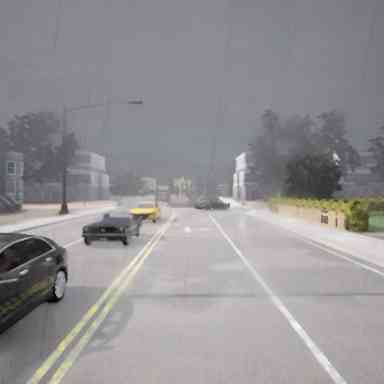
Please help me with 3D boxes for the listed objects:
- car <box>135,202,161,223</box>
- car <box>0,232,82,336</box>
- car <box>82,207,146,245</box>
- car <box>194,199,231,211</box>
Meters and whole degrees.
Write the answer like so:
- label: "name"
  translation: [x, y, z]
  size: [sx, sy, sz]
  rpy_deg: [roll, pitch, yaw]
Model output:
- label: "car"
  translation: [-3.567, 1.508, 26.201]
  size: [1.882, 1.535, 5.008]
  rpy_deg: [0, 0, 1]
- label: "car"
  translation: [-3.602, 1.512, 5.458]
  size: [1.837, 1.490, 4.892]
  rpy_deg: [0, 0, 0]
- label: "car"
  translation: [-3.598, 1.620, 15.718]
  size: [1.895, 1.301, 4.718]
  rpy_deg: [0, 0, 0]
- label: "car"
  translation: [2.624, 1.629, 41.617]
  size: [2.033, 1.411, 5.357]
  rpy_deg: [-1, -2, 43]
